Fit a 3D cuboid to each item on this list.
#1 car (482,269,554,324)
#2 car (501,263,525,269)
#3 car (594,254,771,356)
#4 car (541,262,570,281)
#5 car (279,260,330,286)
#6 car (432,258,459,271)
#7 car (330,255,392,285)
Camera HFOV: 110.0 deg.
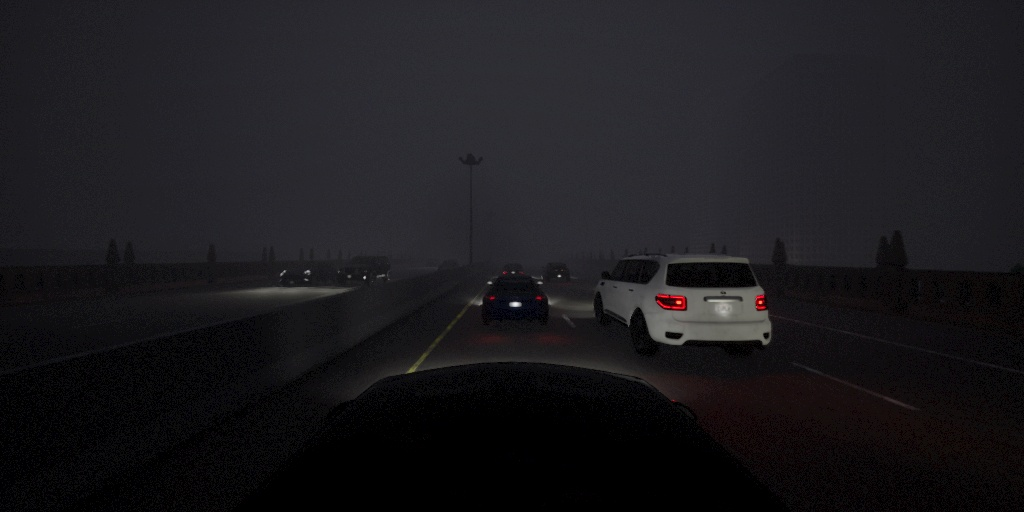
[{"bbox_3d":[0.096,1.316,11.974,1.994,1.385,4.181,0,0,0],"label":"car"},{"bbox_3d":[0.089,1.304,29.724,2.033,1.411,5.357,0,0,0],"label":"car"},{"bbox_3d":[3.597,0.973,8.782,2.150,2.045,5.566,0,0,0],"label":"car"},{"bbox_3d":[3.589,1.262,29.585,1.837,1.490,4.892,0,0,0],"label":"car"},{"bbox_3d":[-14.106,1.108,25.220,2.097,1.767,4.553,0,0,0],"label":"car"},{"bbox_3d":[-7.118,1.251,40.479,2.128,1.511,4.902,0,0,0],"label":"car"},{"bbox_3d":[-10.612,0.978,26.201,2.150,2.045,5.566,0,0,1],"label":"car"}]
